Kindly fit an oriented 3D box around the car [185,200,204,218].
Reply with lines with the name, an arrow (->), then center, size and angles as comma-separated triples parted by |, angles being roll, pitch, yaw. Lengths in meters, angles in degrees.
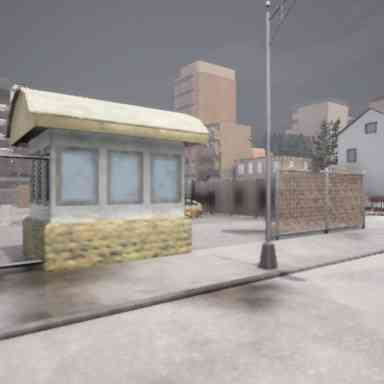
car -> -1.053, 1.371, 26.388 | 4.193, 1.474, 1.816 | 0, 0, -36
